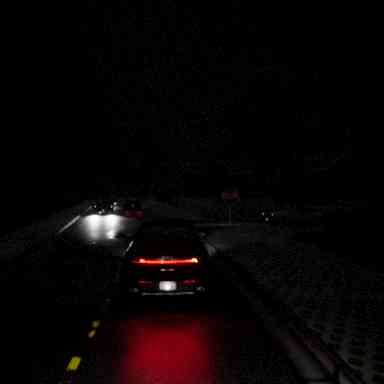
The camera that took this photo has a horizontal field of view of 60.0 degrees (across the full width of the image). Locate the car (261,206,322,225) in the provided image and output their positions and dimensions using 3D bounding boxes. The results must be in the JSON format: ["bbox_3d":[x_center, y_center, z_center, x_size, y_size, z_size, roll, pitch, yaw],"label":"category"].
[{"bbox_3d":[7.597,1.727,24.703,4.718,1.301,1.895,1,-2,-13],"label":"car"}]

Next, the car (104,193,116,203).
[{"bbox_3d":[-14.842,1.051,60.291,1.882,1.535,5.008,0,0,-11],"label":"car"}]

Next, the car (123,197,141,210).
[{"bbox_3d":[-6.896,1.258,38.273,1.812,1.442,4.674,0,0,-13],"label":"car"}]

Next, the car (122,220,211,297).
[{"bbox_3d":[-0.658,1.475,8.556,1.837,1.490,4.892,0,0,-5],"label":"car"}]

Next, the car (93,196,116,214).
[{"bbox_3d":[-8.449,1.361,32.011,1.895,1.301,4.718,0,0,-13],"label":"car"}]

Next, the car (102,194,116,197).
[{"bbox_3d":[-11.380,1.158,44.553,1.837,1.490,4.892,0,0,-13],"label":"car"}]
